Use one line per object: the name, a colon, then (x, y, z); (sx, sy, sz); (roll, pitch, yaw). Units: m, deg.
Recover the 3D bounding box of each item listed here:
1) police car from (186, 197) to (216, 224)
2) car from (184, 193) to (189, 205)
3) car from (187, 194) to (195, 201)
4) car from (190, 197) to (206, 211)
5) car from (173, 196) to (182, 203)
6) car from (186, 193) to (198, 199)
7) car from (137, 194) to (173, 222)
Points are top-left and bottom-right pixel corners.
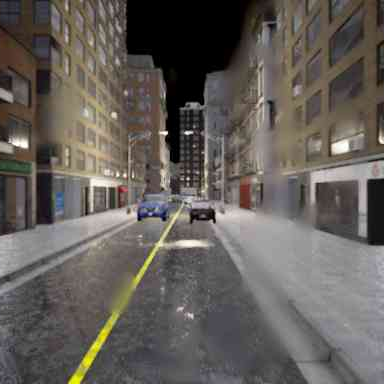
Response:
police car: (0.747, 1.412, 24.998); (1.930, 1.638, 5.238); (0, 0, 0)
car: (-0.186, 1.173, 59.389); (2.150, 2.045, 5.566); (0, 0, 0)
car: (-0.243, 1.281, 77.483); (1.812, 1.442, 4.674); (0, 0, 0)
car: (0.698, 1.449, 40.888); (1.882, 1.535, 5.008); (0, 0, 0)
car: (-2.964, 1.520, 65.780); (2.033, 1.411, 5.357); (0, 0, 0)
car: (0.716, 1.328, 34.858); (2.097, 1.767, 4.553); (0, 0, 0)
car: (-2.929, 1.210, 26.215); (2.150, 2.045, 5.566); (0, 0, 0)
